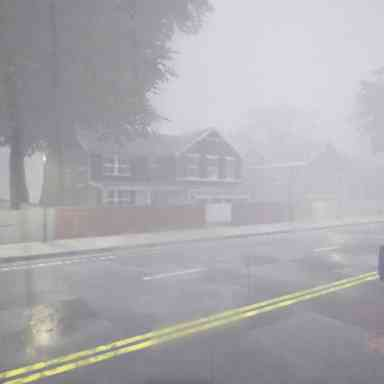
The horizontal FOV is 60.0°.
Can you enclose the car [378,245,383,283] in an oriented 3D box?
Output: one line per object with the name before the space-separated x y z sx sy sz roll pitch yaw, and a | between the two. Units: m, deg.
car | 6.504 1.504 8.104 5.008 1.535 1.882 0 0 -35
